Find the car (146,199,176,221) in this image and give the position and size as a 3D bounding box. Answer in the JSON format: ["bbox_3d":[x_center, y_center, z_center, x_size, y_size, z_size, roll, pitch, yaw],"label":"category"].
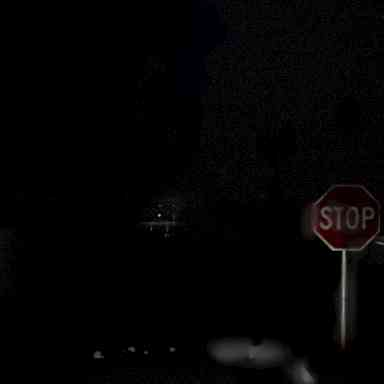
[{"bbox_3d":[-2.540,1.538,26.432,1.994,1.385,4.181,0,0,-4],"label":"car"}]

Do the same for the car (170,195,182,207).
[{"bbox_3d":[-2.702,1.278,51.057,2.097,1.767,4.553,0,0,0],"label":"car"}]

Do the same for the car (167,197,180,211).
[{"bbox_3d":[-2.742,1.557,37.880,1.895,1.301,4.718,0,0,0],"label":"car"}]
